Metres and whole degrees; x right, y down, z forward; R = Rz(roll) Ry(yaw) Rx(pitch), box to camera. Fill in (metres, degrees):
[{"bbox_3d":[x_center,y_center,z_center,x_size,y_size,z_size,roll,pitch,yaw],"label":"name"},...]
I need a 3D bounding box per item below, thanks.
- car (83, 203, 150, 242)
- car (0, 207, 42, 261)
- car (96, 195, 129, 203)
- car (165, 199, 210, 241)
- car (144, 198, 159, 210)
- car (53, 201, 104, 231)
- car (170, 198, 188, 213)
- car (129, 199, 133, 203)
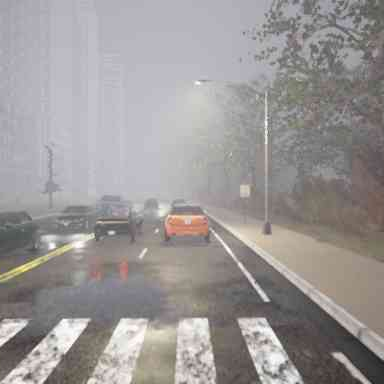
[{"bbox_3d":[-3.502,1.517,16.545,2.128,1.511,4.902,0,0,-2],"label":"car"},{"bbox_3d":[-6.778,1.373,10.877,2.097,1.767,4.553,0,0,-1],"label":"car"},{"bbox_3d":[-7.569,1.265,31.182,2.150,2.045,5.566,0,0,-3],"label":"car"},{"bbox_3d":[-0.269,1.376,17.024,2.097,1.767,4.553,0,0,-2],"label":"car"},{"bbox_3d":[-5.274,1.531,43.578,1.882,1.535,5.008,0,0,-5],"label":"car"},{"bbox_3d":[-7.104,1.538,20.827,1.837,1.490,4.892,0,0,-3],"label":"car"},{"bbox_3d":[-1.568,1.524,39.159,1.882,1.535,5.008,0,0,-5],"label":"car"},{"bbox_3d":[-8.366,1.602,41.612,2.033,1.411,5.357,0,0,-5],"label":"car"}]
